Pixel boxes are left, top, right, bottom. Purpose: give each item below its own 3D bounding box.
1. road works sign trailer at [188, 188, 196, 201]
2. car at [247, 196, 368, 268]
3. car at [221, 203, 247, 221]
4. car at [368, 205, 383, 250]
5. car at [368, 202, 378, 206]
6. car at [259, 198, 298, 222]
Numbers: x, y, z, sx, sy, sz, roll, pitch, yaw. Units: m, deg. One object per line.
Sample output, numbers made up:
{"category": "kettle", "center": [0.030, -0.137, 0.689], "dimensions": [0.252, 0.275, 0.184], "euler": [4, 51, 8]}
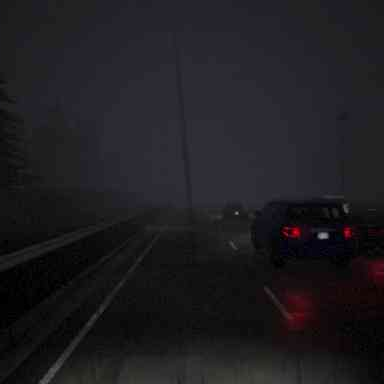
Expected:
{"category": "road works sign trailer", "center": [-0.031, 0.708, 93.104], "dimensions": [2.380, 3.560, 2.880], "euler": [0, 0, 0]}
{"category": "car", "center": [3.525, 1.254, 11.563], "dimensions": [2.150, 2.045, 5.566], "euler": [0, 0, 0]}
{"category": "car", "center": [3.536, 1.639, 28.036], "dimensions": [1.994, 1.385, 4.181], "euler": [0, 0, 1]}
{"category": "car", "center": [7.048, 1.514, 13.878], "dimensions": [1.882, 1.535, 5.008], "euler": [0, 0, 0]}
{"category": "car", "center": [14.033, 1.565, 27.702], "dimensions": [2.128, 1.511, 4.902], "euler": [0, 0, 1]}
{"category": "car", "center": [7.033, 1.424, 27.608], "dimensions": [2.097, 1.767, 4.553], "euler": [0, 0, 1]}
